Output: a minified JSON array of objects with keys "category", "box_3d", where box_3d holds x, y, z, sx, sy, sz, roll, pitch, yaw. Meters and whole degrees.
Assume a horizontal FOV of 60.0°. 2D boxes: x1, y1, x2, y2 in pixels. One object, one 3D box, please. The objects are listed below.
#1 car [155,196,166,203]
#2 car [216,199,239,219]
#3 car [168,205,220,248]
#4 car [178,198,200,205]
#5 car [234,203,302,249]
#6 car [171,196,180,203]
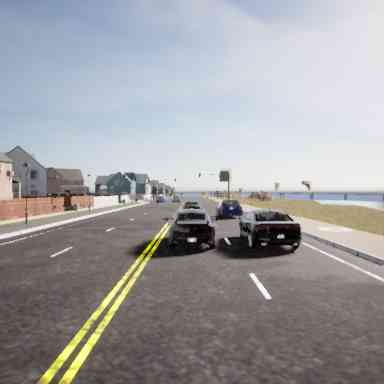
[{"category":"car","box_3d":[-6.499,1.572,69.235,1.882,1.535,5.008,0,0,0]},{"category":"car","box_3d":[3.250,1.373,29.621,2.097,1.767,4.553,0,0,0]},{"category":"car","box_3d":[0.000,1.516,14.650,1.837,1.490,4.892,0,0,0]},{"category":"car","box_3d":[0.000,1.523,29.651,1.837,1.490,4.892,0,0,0]},{"category":"car","box_3d":[3.250,1.484,14.650,1.882,1.535,5.008,0,0,0]},{"category":"car","box_3d":[-3.250,1.621,69.235,1.812,1.442,4.674,0,0,0]}]
